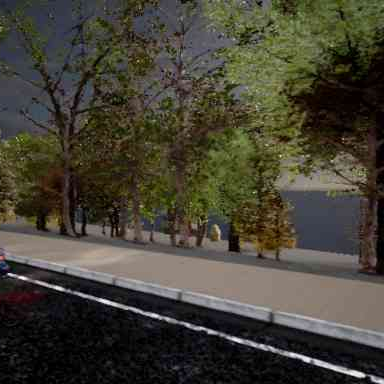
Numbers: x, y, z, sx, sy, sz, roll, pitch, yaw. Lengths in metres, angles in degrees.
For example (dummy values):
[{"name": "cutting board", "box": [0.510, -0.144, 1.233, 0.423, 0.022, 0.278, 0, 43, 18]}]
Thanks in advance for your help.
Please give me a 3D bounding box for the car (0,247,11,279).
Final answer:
[{"name": "car", "box": [-6.724, 1.558, 8.481, 5.357, 1.411, 2.033, 0, 0, 36]}]
